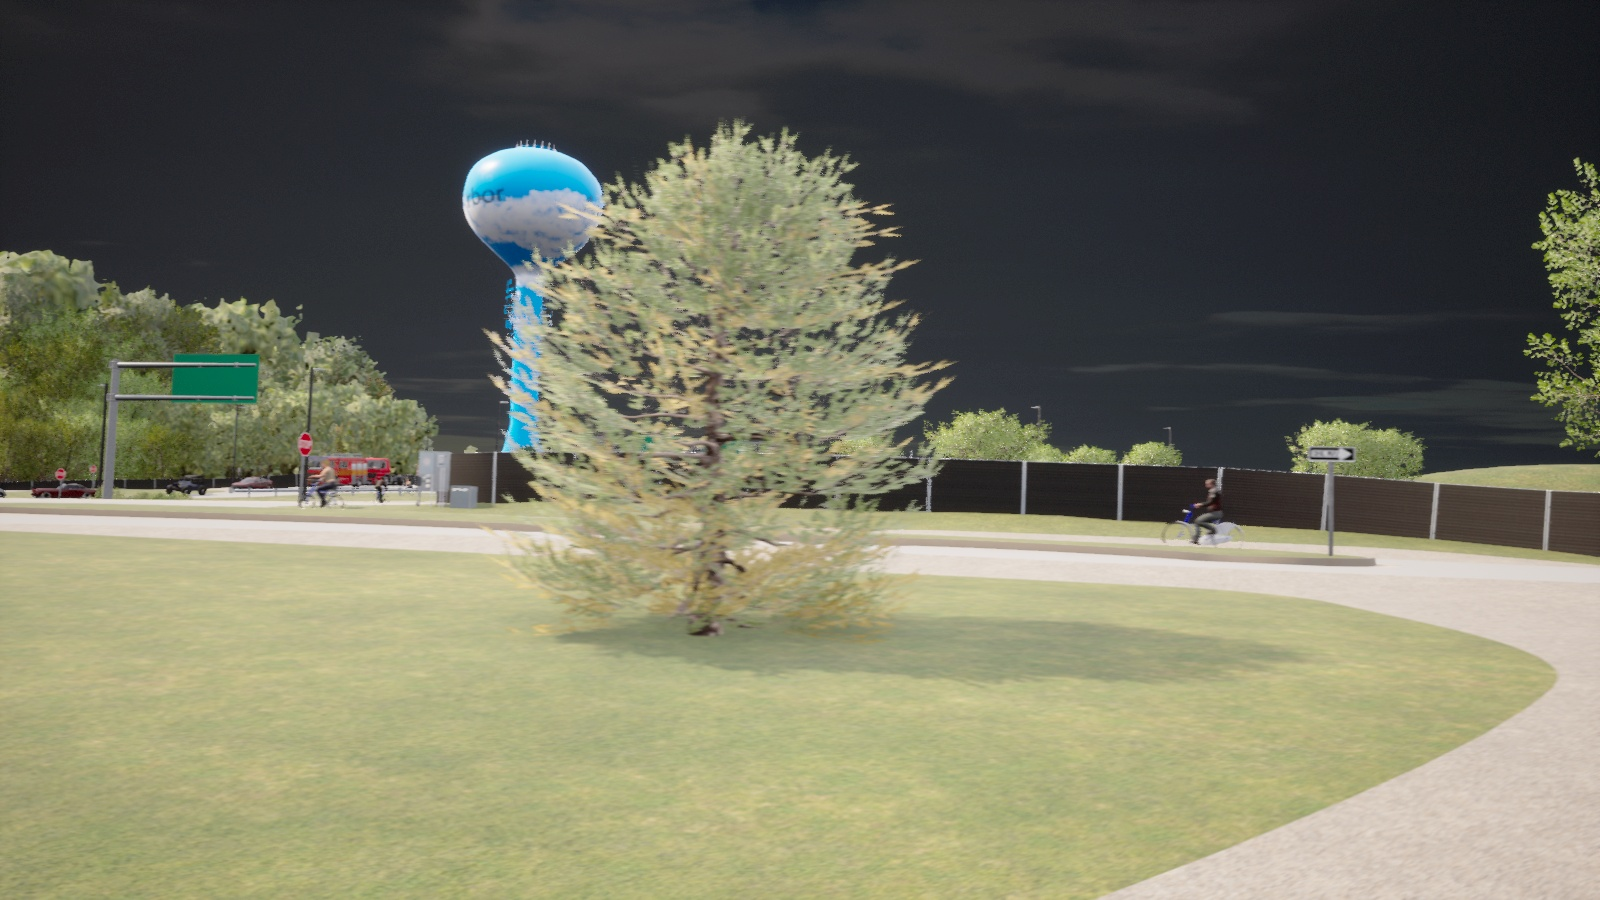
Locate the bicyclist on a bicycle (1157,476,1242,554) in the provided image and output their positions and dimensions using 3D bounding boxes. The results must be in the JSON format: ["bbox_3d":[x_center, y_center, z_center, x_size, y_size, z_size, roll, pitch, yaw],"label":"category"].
[{"bbox_3d":[9.469,1.526,29.790,1.843,1.776,0.659,1,-2,22],"label":"bicyclist on a bicycle"}]

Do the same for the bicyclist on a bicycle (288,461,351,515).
[{"bbox_3d":[-14.649,1.161,38.307,1.509,1.612,0.866,1,-3,11],"label":"bicyclist on a bicycle"}]
